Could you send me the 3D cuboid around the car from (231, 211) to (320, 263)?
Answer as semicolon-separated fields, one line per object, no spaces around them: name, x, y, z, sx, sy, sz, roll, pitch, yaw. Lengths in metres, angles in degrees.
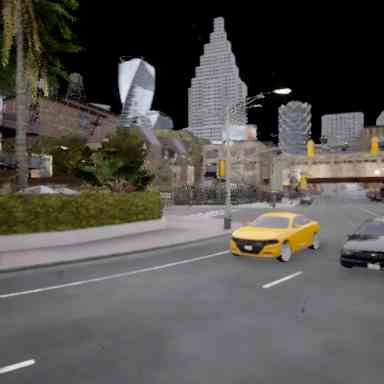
car;3.327;1.537;12.663;1.882;1.535;5.008;0;-1;38

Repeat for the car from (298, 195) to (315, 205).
car;21.845;1.752;63.660;2.097;1.535;5.008;0;0;21

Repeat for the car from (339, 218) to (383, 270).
car;6.391;1.587;10.884;2.033;1.411;5.357;0;0;37

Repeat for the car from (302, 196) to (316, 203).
car;28.067;1.818;79.696;2.231;1.521;4.892;0;0;31

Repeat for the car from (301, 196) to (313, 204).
car;24.075;1.651;69.688;2.185;1.767;4.553;0;0;21
